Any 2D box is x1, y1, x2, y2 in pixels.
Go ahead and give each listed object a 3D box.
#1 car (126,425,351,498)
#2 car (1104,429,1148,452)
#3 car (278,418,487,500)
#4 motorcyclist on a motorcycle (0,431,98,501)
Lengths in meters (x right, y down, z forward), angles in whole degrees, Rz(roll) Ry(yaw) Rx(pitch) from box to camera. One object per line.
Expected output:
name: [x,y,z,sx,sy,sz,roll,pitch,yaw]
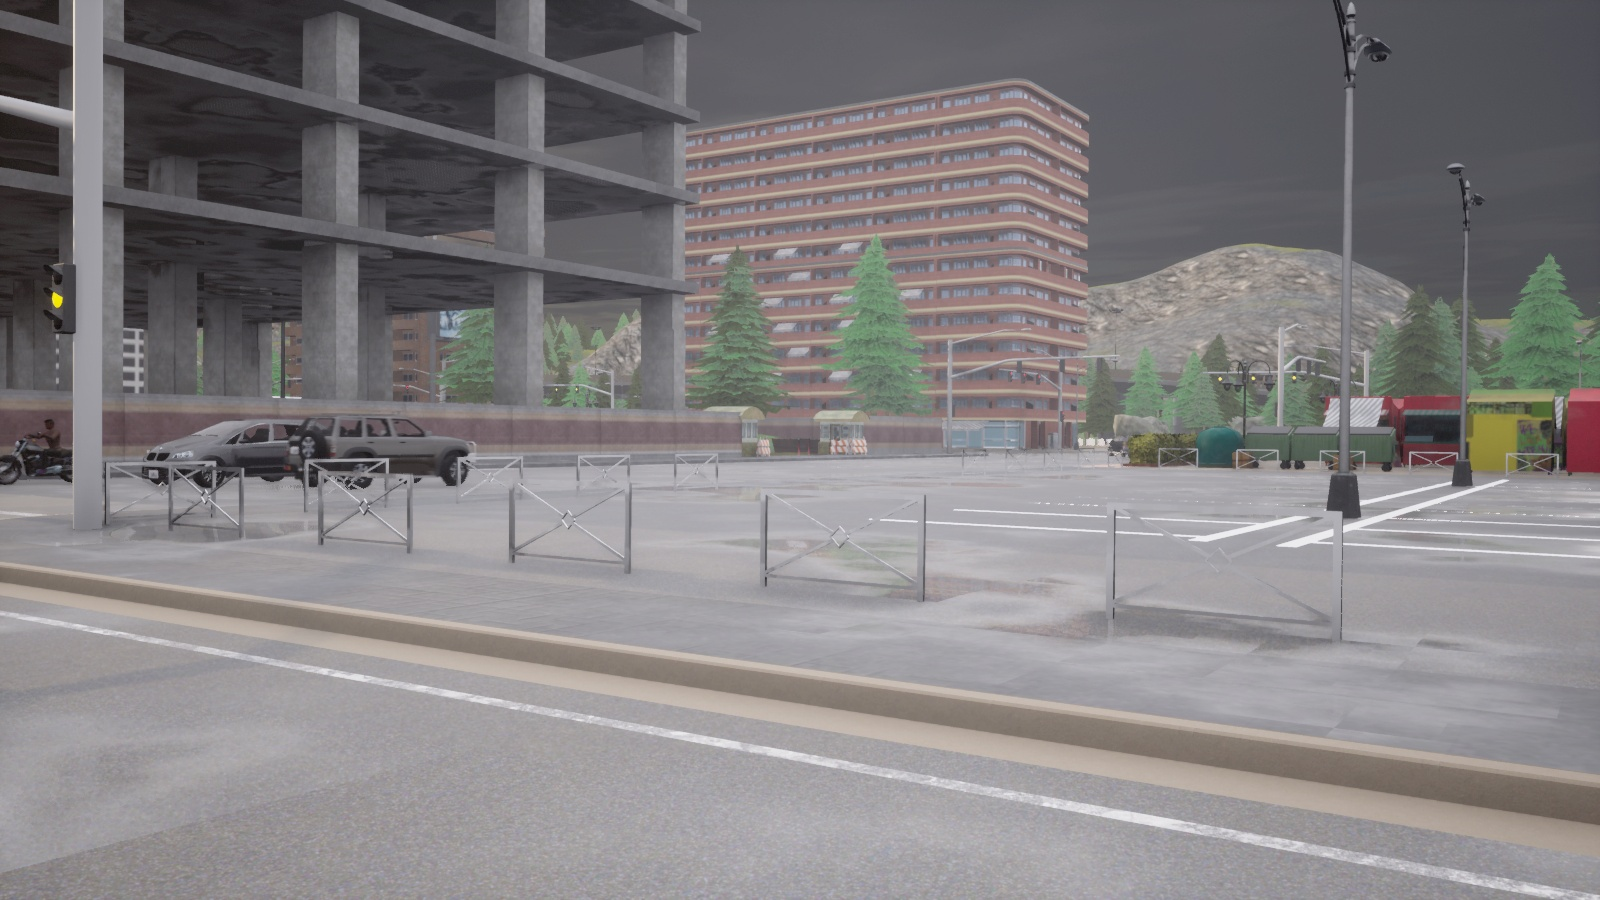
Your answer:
car: [-13.865,0.219,31.270,2.242,1.667,4.611,0,1,33]
car: [22.693,-0.698,87.528,1.789,1.549,3.705,0,1,-5]
car: [-10.071,0.165,30.664,1.932,1.855,4.605,0,1,33]
motorcyclist on a motorcycle: [-18.506,0.375,30.581,0.766,1.649,2.350,0,0,33]
